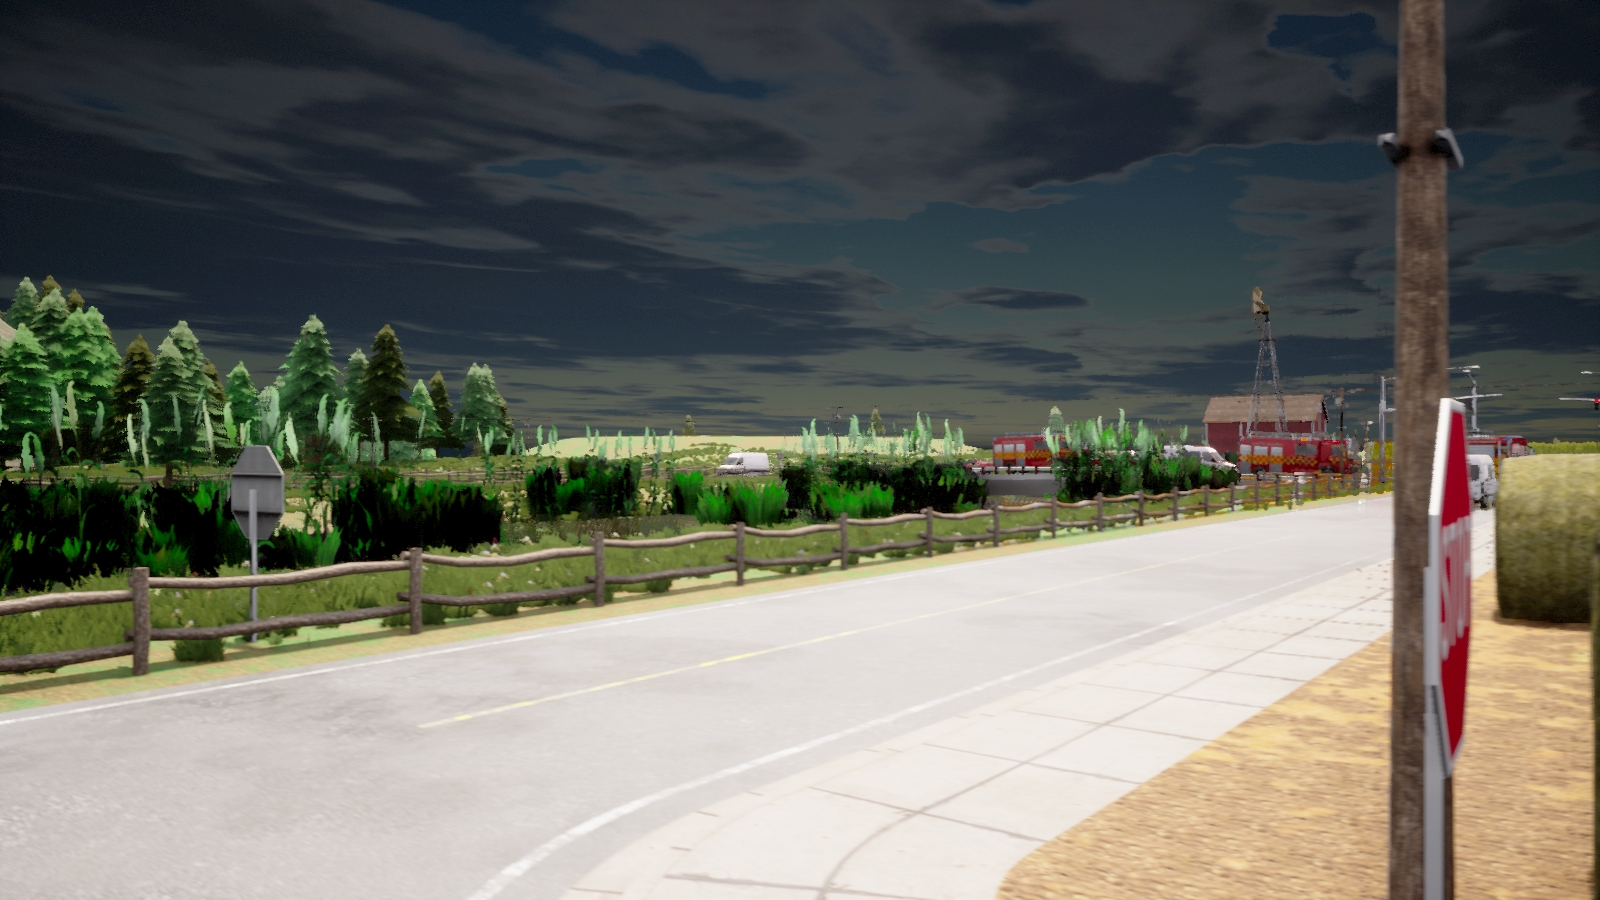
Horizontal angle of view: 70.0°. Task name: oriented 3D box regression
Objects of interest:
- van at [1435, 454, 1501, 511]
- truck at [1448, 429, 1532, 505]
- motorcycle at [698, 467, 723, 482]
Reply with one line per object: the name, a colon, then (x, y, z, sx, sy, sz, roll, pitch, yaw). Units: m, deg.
van: (32.352, 1.500, 55.240, 1.988, 2.561, 5.915, 0, 0, 38)
truck: (37.414, 0.857, 61.799, 2.891, 3.827, 8.468, 0, 0, 38)
motorcycle: (-7.897, 2.129, 100.649, 0.764, 1.307, 2.356, 0, 0, 38)
